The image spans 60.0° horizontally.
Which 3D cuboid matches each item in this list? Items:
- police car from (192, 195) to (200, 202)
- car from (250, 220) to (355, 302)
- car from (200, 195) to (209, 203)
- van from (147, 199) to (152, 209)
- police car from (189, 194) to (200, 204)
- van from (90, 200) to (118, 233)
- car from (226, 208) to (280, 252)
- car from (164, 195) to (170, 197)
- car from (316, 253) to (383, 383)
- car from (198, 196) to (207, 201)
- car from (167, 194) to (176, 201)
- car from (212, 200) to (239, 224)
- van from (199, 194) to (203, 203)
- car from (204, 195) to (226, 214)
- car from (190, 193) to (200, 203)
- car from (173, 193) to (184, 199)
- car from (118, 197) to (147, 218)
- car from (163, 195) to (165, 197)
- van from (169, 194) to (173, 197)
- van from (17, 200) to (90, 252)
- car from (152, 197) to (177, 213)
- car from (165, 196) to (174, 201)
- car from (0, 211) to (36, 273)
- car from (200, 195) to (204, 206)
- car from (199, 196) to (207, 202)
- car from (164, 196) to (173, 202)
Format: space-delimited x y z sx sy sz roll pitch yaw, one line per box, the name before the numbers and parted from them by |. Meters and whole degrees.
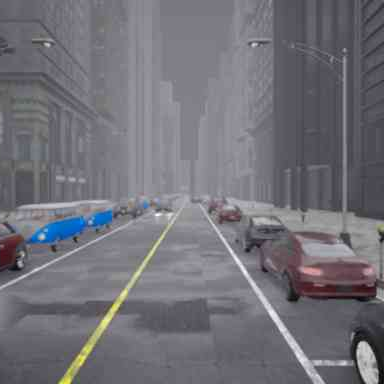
police car | 0.884 1.592 81.814 1.930 1.638 5.238 0 0 0
car | 2.759 1.593 8.027 1.802 1.307 4.206 0 0 0
car | 2.745 1.591 75.662 1.967 1.590 4.097 0 0 0
van | -5.772 1.400 36.192 1.690 1.788 3.998 0 0 0
police car | 0.887 1.552 65.814 1.930 1.638 5.238 0 0 0
van | -5.769 1.370 19.283 1.690 1.788 3.998 0 0 0
car | 2.757 1.570 13.663 2.008 1.369 4.403 0 0 0
car | -5.778 1.689 64.375 1.947 1.339 4.313 0 0 0
car | 2.760 1.554 2.391 2.008 1.369 4.403 0 0 0
car | 2.743 1.731 86.934 2.008 1.369 4.403 0 0 0
car | -5.784 1.509 92.559 2.192 1.841 5.009 0 0 0
car | 2.755 1.583 24.936 1.887 1.381 4.507 0 0 0
van | 2.747 1.464 64.389 1.690 1.788 3.998 0 0 0
car | 2.752 1.374 36.208 2.192 1.841 5.009 0 0 0
car | 0.719 1.367 75.728 2.150 2.045 5.566 0 0 -1
car | -3.015 1.000 78.960 2.150 2.045 5.566 0 0 0
car | -5.771 1.363 30.555 2.192 1.841 5.009 0 0 0
car | -5.775 1.640 53.102 1.887 1.381 4.507 0 0 0
van | -5.780 1.492 75.649 1.690 1.788 3.998 0 0 0
van | -5.768 1.361 13.646 1.690 1.788 3.998 0 0 0
car | -3.103 1.610 37.885 2.033 1.411 5.357 0 0 0
car | -5.782 1.746 86.922 1.947 1.339 4.313 0 0 0
car | -5.767 1.451 8.010 1.967 1.590 4.097 0 0 0
car | 2.748 1.635 58.923 1.752 1.417 4.829 0 0 0
car | 2.744 1.691 81.468 1.752 1.417 4.829 0 0 0
car | -5.781 1.731 81.285 1.947 1.339 4.313 0 0 0
